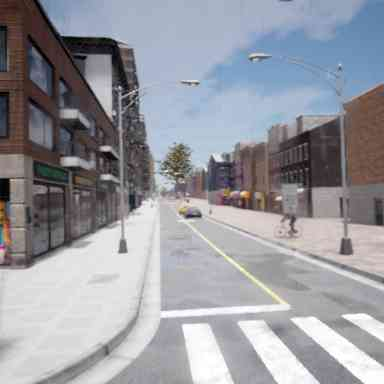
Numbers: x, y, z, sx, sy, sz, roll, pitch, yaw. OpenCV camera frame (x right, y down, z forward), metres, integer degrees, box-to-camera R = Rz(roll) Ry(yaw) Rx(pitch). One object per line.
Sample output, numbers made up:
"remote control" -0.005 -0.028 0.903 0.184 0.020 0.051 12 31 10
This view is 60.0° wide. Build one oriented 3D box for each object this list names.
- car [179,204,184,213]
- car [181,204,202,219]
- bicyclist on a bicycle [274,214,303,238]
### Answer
"car" -0.951 2.622 52.503 1.882 1.535 5.008 -1 0 -5
"car" 0.090 2.606 42.371 1.994 1.385 4.181 -1 -1 -6
"bicyclist on a bicycle" 5.373 1.776 18.598 1.656 1.620 0.582 -2 -1 -6
